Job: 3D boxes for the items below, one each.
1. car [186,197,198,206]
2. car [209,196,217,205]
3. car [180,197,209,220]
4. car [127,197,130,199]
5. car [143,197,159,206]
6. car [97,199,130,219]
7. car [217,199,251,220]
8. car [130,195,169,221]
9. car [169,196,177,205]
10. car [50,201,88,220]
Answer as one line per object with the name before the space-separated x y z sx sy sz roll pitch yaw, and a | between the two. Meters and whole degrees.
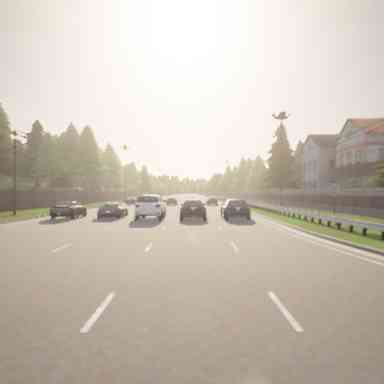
car | -0.009 1.574 57.513 2.033 1.411 5.357 0 0 0
car | 3.491 1.533 57.611 1.837 1.490 4.892 0 0 0
car | 0.095 1.365 28.172 2.097 1.767 4.553 0 0 0
car | -10.509 1.552 58.058 1.812 1.442 4.674 0 0 0
car | -7.009 1.574 57.602 2.033 1.411 5.357 0 0 0
car | -6.906 1.577 29.315 1.994 1.385 4.181 0 0 0
car | 3.596 1.365 28.161 2.097 1.767 4.553 0 0 0
car | -3.405 1.234 27.883 2.150 2.045 5.566 0 0 0
car | -3.509 1.532 57.564 1.837 1.490 4.892 0 0 0
car | -10.404 1.505 28.393 2.128 1.511 4.902 0 0 0
